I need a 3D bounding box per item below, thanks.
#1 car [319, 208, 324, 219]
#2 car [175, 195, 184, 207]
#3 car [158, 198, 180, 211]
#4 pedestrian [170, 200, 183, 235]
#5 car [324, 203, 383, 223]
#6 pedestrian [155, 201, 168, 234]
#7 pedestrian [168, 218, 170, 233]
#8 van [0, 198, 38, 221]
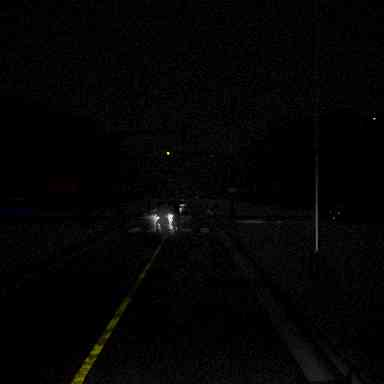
[{"bbox_3d":[12.359,1.543,26.913,4.403,1.369,2.008,0,0,0],"label":"car"},{"bbox_3d":[-2.655,1.607,50.869,1.812,1.442,4.674,0,0,1],"label":"car"},{"bbox_3d":[-2.708,1.655,37.694,1.895,1.301,4.718,0,0,0],"label":"car"},{"bbox_3d":[-0.816,1.308,17.294,0.375,1.860,0.375,0,0,0],"label":"pedestrian"},{"bbox_3d":[12.587,1.587,24.379,4.718,1.301,1.895,0,0,0],"label":"car"},{"bbox_3d":[-1.655,1.310,17.896,0.375,1.860,0.375,0,0,0],"label":"pedestrian"},{"bbox_3d":[-1.401,1.310,18.505,0.375,1.860,0.375,0,0,0],"label":"pedestrian"},{"bbox_3d":[-14.644,1.401,26.884,3.998,1.788,1.690,0,0,0],"label":"van"}]
